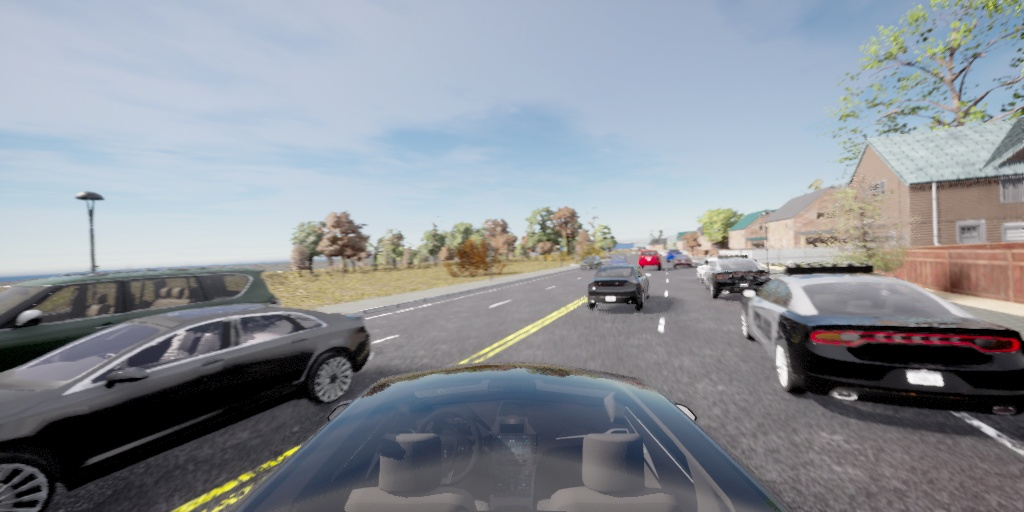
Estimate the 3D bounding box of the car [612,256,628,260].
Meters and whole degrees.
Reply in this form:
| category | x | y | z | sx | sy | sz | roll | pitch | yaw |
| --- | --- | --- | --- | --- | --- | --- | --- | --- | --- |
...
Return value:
| category | x | y | z | sx | sy | sz | roll | pitch | yaw |
| --- | --- | --- | --- | --- | --- | --- | --- | --- | --- |
| car | 12.614 | 0.782 | 42.164 | 1.812 | 1.442 | 4.674 | -3 | 0 | 23 |

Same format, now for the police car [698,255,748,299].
| category | x | y | z | sx | sy | sz | roll | pitch | yaw |
| --- | --- | --- | --- | --- | --- | --- | --- | --- | --- |
| police car | 9.254 | 0.775 | 15.057 | 1.930 | 1.638 | 5.238 | -3 | 0 | 24 |

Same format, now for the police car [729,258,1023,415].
| category | x | y | z | sx | sy | sz | roll | pitch | yaw |
| --- | --- | --- | --- | --- | --- | --- | --- | --- | --- |
| police car | 5.121 | 0.948 | 5.879 | 1.930 | 1.638 | 5.238 | -3 | 0 | 25 |

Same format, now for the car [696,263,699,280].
| category | x | y | z | sx | sy | sz | roll | pitch | yaw |
| --- | --- | --- | --- | --- | --- | --- | --- | --- | --- |
| car | 11.647 | 0.776 | 20.483 | 1.812 | 1.442 | 4.674 | -3 | 0 | 24 |

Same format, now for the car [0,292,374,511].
| category | x | y | z | sx | sy | sz | roll | pitch | yaw |
| --- | --- | --- | --- | --- | --- | --- | --- | --- | --- |
| car | -3.974 | 1.424 | 4.257 | 2.128 | 1.511 | 4.902 | -3 | 0 | 25 |

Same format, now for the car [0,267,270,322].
| category | x | y | z | sx | sy | sz | roll | pitch | yaw |
| --- | --- | --- | --- | --- | --- | --- | --- | --- | --- |
| car | -6.834 | 1.285 | 5.825 | 2.150 | 2.045 | 5.566 | -3 | 0 | 25 |

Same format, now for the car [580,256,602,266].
| category | x | y | z | sx | sy | sz | roll | pitch | yaw |
| --- | --- | --- | --- | --- | --- | --- | --- | --- | --- |
| car | 9.657 | 0.748 | 43.522 | 2.097 | 1.767 | 4.553 | -3 | 0 | 23 |

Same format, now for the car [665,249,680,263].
| category | x | y | z | sx | sy | sz | roll | pitch | yaw |
| --- | --- | --- | --- | --- | --- | --- | --- | --- | --- |
| car | 25.236 | -0.061 | 56.027 | 2.150 | 2.045 | 5.566 | -3 | 0 | 21 |

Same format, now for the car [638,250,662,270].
| category | x | y | z | sx | sy | sz | roll | pitch | yaw |
| --- | --- | --- | --- | --- | --- | --- | --- | --- | --- |
| car | 14.535 | 0.378 | 37.841 | 2.150 | 2.045 | 5.566 | -3 | 0 | 22 |

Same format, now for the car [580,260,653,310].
| category | x | y | z | sx | sy | sz | roll | pitch | yaw |
| --- | --- | --- | --- | --- | --- | --- | --- | --- | --- |
| car | 4.147 | 1.084 | 13.735 | 1.837 | 1.490 | 4.892 | -3 | 0 | 24 |

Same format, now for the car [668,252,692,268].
| category | x | y | z | sx | sy | sz | roll | pitch | yaw |
| --- | --- | --- | --- | --- | --- | --- | --- | --- | --- |
| car | 18.435 | 0.528 | 38.978 | 2.033 | 1.411 | 5.357 | -3 | 0 | 23 |
